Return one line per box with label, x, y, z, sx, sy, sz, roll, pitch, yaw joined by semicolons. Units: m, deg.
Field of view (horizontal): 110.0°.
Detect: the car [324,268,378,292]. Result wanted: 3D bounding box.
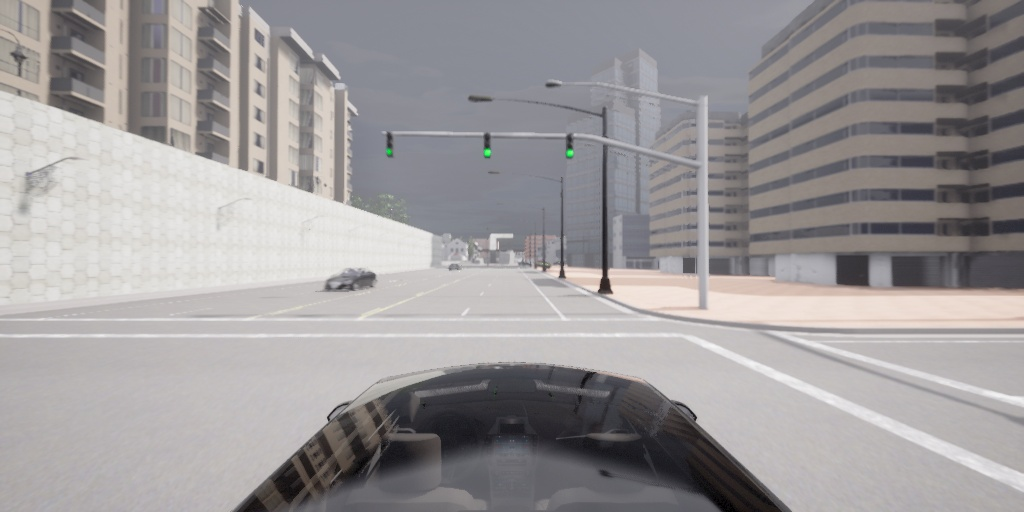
car;-10.507;1.539;23.692;2.128;1.511;4.902;0;0;0
